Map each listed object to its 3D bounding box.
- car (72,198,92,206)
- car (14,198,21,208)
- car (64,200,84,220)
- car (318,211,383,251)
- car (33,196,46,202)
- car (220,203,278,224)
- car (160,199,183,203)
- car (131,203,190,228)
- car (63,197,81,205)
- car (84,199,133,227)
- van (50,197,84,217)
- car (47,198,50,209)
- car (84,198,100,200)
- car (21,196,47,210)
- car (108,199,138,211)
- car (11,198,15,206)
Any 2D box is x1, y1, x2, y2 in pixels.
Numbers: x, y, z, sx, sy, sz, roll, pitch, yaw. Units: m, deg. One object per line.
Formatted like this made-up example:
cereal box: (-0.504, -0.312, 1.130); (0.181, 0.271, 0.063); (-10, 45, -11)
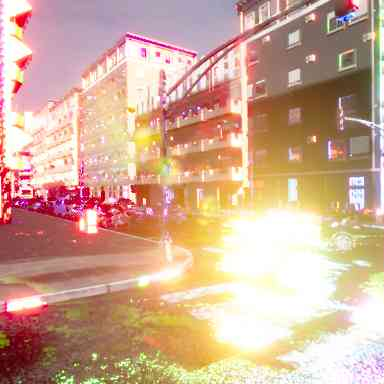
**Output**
car: (-18.531, 1.642, 55.759); (1.947, 1.339, 4.313); (-1, 1, -36)
car: (-25.330, 1.769, 50.862); (1.947, 1.339, 4.313); (-1, 1, -36)
car: (-9.058, 1.651, 28.271); (1.752, 1.417, 4.829); (-1, 1, -36)
car: (7.432, 1.513, 12.737); (4.892, 1.490, 1.837); (-1, 2, 32)
car: (-37.940, 1.726, 82.702); (1.887, 1.381, 4.507); (-1, 1, -36)
car: (4.012, 1.497, 24.464); (1.752, 1.417, 4.829); (-1, 1, -36)
car: (-2.359, 1.440, 33.305); (1.967, 1.590, 4.097); (-1, 1, -36)
car: (-2.148, 1.666, 23.112); (1.895, 1.301, 4.718); (-1, 0, -36)
car: (-21.766, 1.644, 60.250); (2.008, 1.369, 4.403); (-1, 1, -36)
car: (-5.924, 1.552, 23.919); (1.967, 1.590, 4.097); (-1, 1, -36)
van: (-12.395, 1.482, 32.898); (1.690, 1.788, 3.998); (-1, 1, -36)
car: (-20.676, 1.659, 49.002); (2.128, 1.511, 4.902); (-1, 0, -36)
car: (-11.570, 1.655, 36.199); (2.033, 1.411, 5.357); (-1, 0, -36)
car: (-22.098, 1.627, 46.370); (1.967, 1.590, 4.097); (-1, 1, -36)
car: (-8.827, 1.580, 42.287); (2.008, 1.369, 4.403); (-1, 1, -36)
car: (-31.800, 1.781, 59.843); (1.887, 1.381, 4.507); (-1, 1, -36)
